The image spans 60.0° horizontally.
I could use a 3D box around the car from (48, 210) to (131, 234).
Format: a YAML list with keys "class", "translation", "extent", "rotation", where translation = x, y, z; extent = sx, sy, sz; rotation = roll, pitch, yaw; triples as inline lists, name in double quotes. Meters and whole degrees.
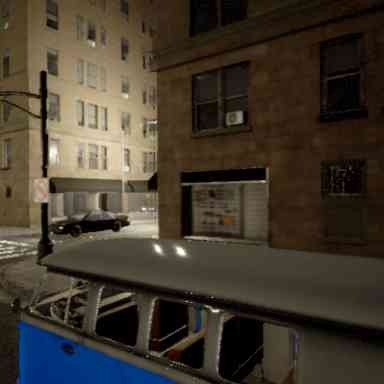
- class: "car"
  translation: [-6.151, 1.834, 20.213]
  extent: [2.033, 1.411, 5.357]
  rotation: [-1, -1, 34]

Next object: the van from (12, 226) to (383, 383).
- class: "van"
  translation: [0.238, 1.355, 2.642]
  extent: [3.998, 1.788, 1.690]
  rotation: [-1, 0, 34]
